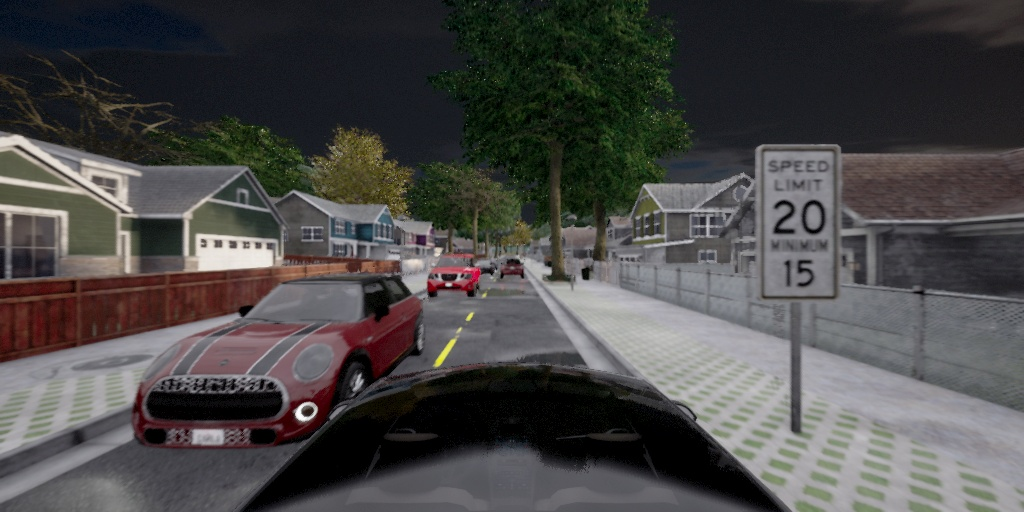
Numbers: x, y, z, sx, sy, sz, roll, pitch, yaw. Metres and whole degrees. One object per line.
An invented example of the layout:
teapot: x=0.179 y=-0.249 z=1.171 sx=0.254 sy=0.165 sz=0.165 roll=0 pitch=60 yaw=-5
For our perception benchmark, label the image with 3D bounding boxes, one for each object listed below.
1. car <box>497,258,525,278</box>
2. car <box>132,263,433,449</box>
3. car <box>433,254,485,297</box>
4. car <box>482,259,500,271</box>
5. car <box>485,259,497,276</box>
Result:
car: x=0.029 y=0.984 z=32.188 sx=2.097 sy=1.767 sz=4.553 roll=0 pitch=0 yaw=0
car: x=-2.845 y=1.095 z=5.605 sx=2.097 sy=1.767 sz=4.553 roll=0 pitch=0 yaw=0
car: x=-2.840 y=0.923 z=18.711 sx=2.150 sy=2.045 sz=5.566 roll=0 pitch=0 yaw=-1
car: x=-2.717 y=1.100 z=47.807 sx=2.033 sy=1.411 sz=5.357 roll=0 pitch=0 yaw=0
car: x=-2.729 y=1.092 z=35.738 sx=1.882 sy=1.535 sz=5.008 roll=0 pitch=0 yaw=0
